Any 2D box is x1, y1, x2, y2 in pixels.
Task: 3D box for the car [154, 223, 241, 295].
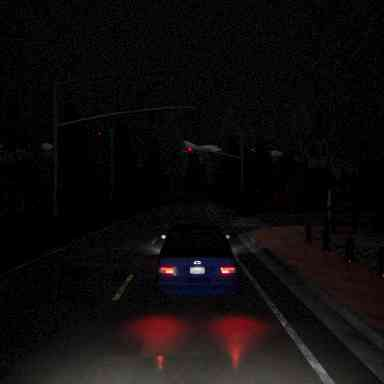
[{"bbox_3d":[0.102,1.547,8.860,2.033,1.411,5.357,0,0,0],"label":"car"}]
